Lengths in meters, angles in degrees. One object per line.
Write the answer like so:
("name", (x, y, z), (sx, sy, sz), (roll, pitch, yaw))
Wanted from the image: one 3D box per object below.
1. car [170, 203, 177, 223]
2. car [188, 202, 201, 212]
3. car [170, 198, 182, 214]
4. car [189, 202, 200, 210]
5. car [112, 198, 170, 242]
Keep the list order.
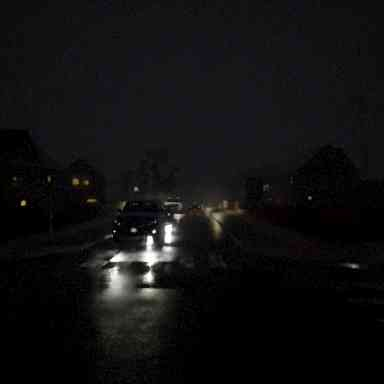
("car", (-2.570, 1.923, 29.025), (1.895, 1.301, 4.718), (0, -1, 0))
("car", (0.391, 2.239, 49.688), (1.895, 1.301, 4.718), (0, -1, 0))
("car", (-2.465, 1.762, 44.030), (2.150, 2.045, 5.566), (0, -1, 1))
("car", (0.424, 2.413, 59.715), (1.895, 1.301, 4.718), (0, -1, -1))
("car", (-2.635, 1.406, 17.834), (2.150, 2.045, 5.566), (0, -1, 0))
